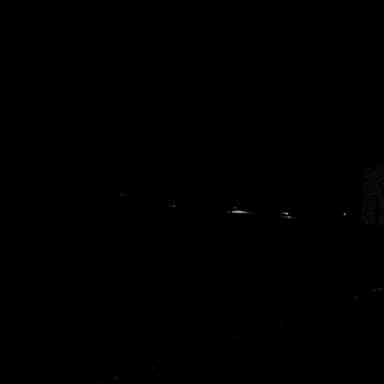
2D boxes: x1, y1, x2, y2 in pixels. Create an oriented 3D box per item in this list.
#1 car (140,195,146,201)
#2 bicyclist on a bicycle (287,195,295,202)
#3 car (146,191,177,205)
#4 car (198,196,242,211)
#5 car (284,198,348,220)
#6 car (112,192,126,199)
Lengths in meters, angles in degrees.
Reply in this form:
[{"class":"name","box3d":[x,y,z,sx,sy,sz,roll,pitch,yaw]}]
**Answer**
[{"class":"car","box3d":[-6.668,0.857,53.457,1.895,1.301,4.718,1,1,-35]},{"class":"bicyclist on a bicycle","box3d":[10.252,1.137,34.365,1.656,1.620,0.582,0,1,-35]},{"class":"car","box3d":[-3.841,0.730,44.231,2.097,1.767,4.553,1,1,-35]},{"class":"car","box3d":[2.818,1.116,34.601,2.033,1.411,5.357,1,1,-35]},{"class":"car","box3d":[9.286,1.246,25.281,2.128,1.511,4.902,1,1,-35]},{"class":"car","box3d":[-13.900,0.616,63.914,1.994,1.385,4.181,1,1,-35]}]
